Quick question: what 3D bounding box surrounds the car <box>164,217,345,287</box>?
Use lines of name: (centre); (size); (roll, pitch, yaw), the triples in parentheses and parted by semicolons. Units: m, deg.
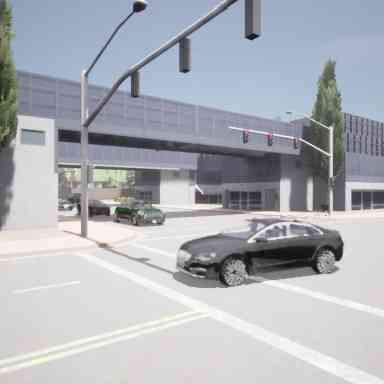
car: (1.963, 1.491, 9.200); (4.902, 1.511, 2.128); (0, 0, -24)

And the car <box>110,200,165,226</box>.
car: (-3.771, 1.352, 23.552); (2.097, 1.767, 4.553); (0, 0, -36)

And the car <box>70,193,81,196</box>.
car: (-20.707, 1.221, 59.043); (2.150, 2.045, 5.566); (0, 0, -36)

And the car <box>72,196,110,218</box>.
car: (-9.218, 1.478, 31.036); (1.882, 1.535, 5.008); (0, 0, -36)

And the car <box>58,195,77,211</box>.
car: (-15.814, 1.492, 40.106); (2.128, 1.511, 4.902); (0, 0, -36)
